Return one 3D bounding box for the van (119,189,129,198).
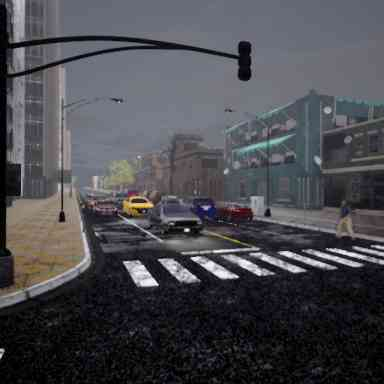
[{"bbox_3d":[-15.640,0.352,76.014,1.690,1.788,3.998,1,0,-20],"label":"van"}]

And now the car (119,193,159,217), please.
[{"bbox_3d":[-4.378,1.135,26.923,1.882,1.535,5.008,0,1,-20],"label":"car"}]

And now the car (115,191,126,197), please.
[{"bbox_3d":[-17.498,0.498,81.242,1.947,1.339,4.313,1,0,-20],"label":"car"}]

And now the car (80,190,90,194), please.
[{"bbox_3d":[-16.127,0.827,52.305,1.887,1.381,4.507,1,0,-20],"label":"car"}]

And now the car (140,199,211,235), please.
[{"bbox_3d":[-1.115,1.326,17.694,2.033,1.411,5.357,0,1,-20],"label":"car"}]

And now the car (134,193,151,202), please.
[{"bbox_3d":[-8.286,0.843,55.268,1.752,1.417,4.829,1,0,-20],"label":"car"}]

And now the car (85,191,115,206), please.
[{"bbox_3d":[-8.710,1.014,31.395,1.967,1.590,4.097,1,0,-20],"label":"car"}]

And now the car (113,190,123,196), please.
[{"bbox_3d":[-19.349,0.292,86.468,1.967,1.590,4.097,1,0,-20],"label":"car"}]

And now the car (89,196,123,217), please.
[{"bbox_3d":[-6.860,1.226,26.170,1.802,1.307,4.206,1,0,-20],"label":"car"}]

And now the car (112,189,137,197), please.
[{"bbox_3d":[-7.667,0.884,36.207,2.097,1.767,4.553,0,1,-19],"label":"car"}]

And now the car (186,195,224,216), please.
[{"bbox_3d":[1.041,1.122,28.970,1.967,1.590,4.097,1,0,-20],"label":"car"}]

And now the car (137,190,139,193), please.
[{"bbox_3d":[-6.371,0.710,49.879,2.192,1.841,5.009,1,0,-20],"label":"car"}]

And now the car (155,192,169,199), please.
[{"bbox_3d":[-2.668,1.092,39.424,2.008,1.369,4.403,1,0,-20],"label":"car"}]

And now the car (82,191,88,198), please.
[{"bbox_3d":[-14.274,0.939,47.078,1.802,1.307,4.206,1,0,-20],"label":"car"}]

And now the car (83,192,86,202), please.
[{"bbox_3d":[-12.421,1.012,41.849,1.802,1.307,4.206,1,0,-20],"label":"car"}]

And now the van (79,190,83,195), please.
[{"bbox_3d":[-21.683,0.392,67.985,1.690,1.788,3.998,1,0,-20],"label":"van"}]

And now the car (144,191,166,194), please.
[{"bbox_3d":[-4.516,0.784,44.649,2.192,1.841,5.009,1,0,-20],"label":"car"}]

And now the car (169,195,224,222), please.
[{"bbox_3d":[0.199,1.083,23.495,2.097,1.767,4.553,0,1,-19],"label":"car"}]

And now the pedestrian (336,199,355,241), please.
[{"bbox_3d":[6.604,1.173,14.333,0.375,1.860,0.375,1,0,-20],"label":"pedestrian"}]

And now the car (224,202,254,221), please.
[{"bbox_3d":[2.892,1.333,23.742,1.802,1.307,4.206,1,0,-20],"label":"car"}]
